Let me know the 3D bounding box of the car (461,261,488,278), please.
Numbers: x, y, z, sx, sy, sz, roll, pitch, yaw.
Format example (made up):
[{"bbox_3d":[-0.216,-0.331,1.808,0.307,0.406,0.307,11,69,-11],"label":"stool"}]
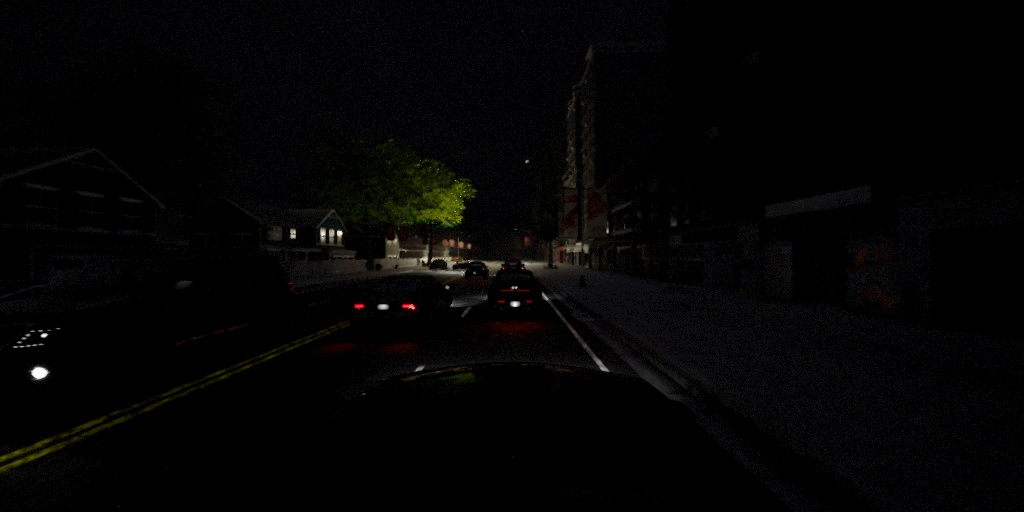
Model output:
[{"bbox_3d":[-3.164,1.231,32.598,1.812,1.442,4.674,0,0,0],"label":"car"}]

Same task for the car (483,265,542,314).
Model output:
[{"bbox_3d":[0.095,1.243,13.615,1.837,1.490,4.892,0,0,0],"label":"car"}]

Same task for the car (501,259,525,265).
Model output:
[{"bbox_3d":[0.087,1.060,31.298,2.097,1.767,4.553,0,0,0],"label":"car"}]

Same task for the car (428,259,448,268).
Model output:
[{"bbox_3d":[-9.854,1.173,48.131,1.837,1.490,4.892,0,1,0],"label":"car"}]

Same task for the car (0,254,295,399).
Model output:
[{"bbox_3d":[-6.602,0.966,6.835,2.150,2.045,5.566,0,0,0],"label":"car"}]

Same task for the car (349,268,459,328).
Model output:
[{"bbox_3d":[-3.152,1.287,11.246,2.033,1.411,5.357,0,0,0],"label":"car"}]

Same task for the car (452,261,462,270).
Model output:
[{"bbox_3d":[-6.608,1.274,46.800,1.895,1.301,4.718,0,0,0],"label":"car"}]

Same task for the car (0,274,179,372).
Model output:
[{"bbox_3d":[-9.852,1.236,7.021,2.128,1.511,4.902,0,0,0],"label":"car"}]
